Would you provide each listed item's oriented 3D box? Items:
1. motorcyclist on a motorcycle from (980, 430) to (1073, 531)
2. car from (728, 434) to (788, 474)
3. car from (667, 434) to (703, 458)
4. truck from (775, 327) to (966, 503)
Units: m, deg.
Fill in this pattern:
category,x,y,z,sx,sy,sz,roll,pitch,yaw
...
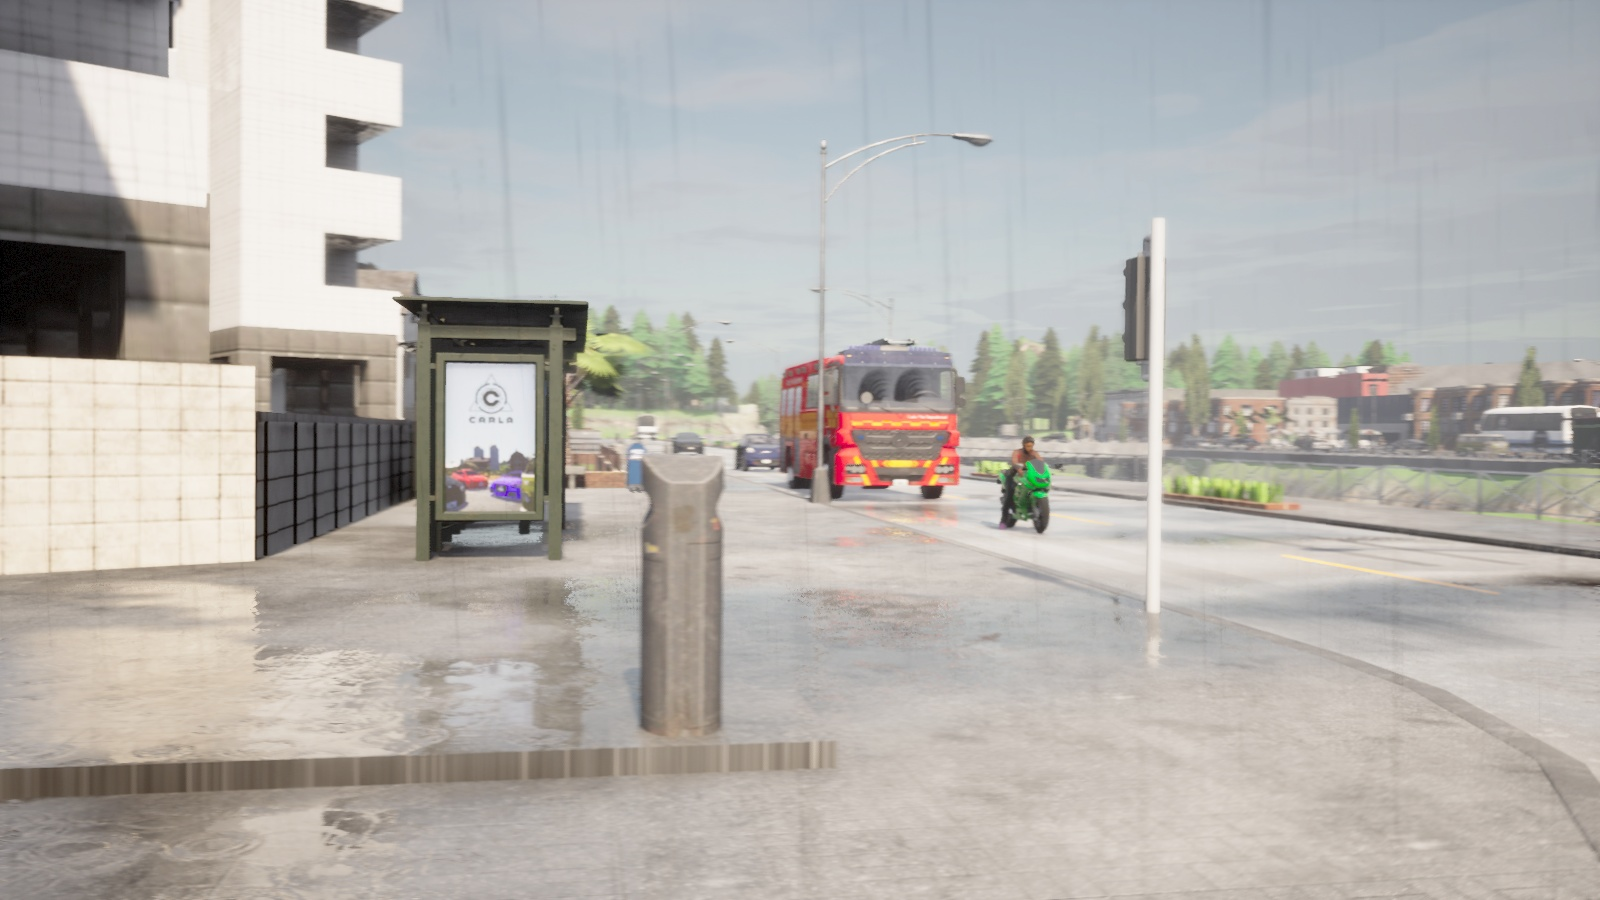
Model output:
category,x,y,z,sx,sy,sz,roll,pitch,yaw
motorcyclist on a motorcycle,3.596,0.461,20.146,0.797,1.523,2.044,-1,0,-10
car,-1.697,0.144,49.579,1.845,1.501,3.633,-1,1,-10
car,-7.586,-0.280,82.317,1.882,1.535,5.008,-1,1,-10
truck,1.489,-0.824,31.775,2.891,3.827,8.468,-1,1,-10
